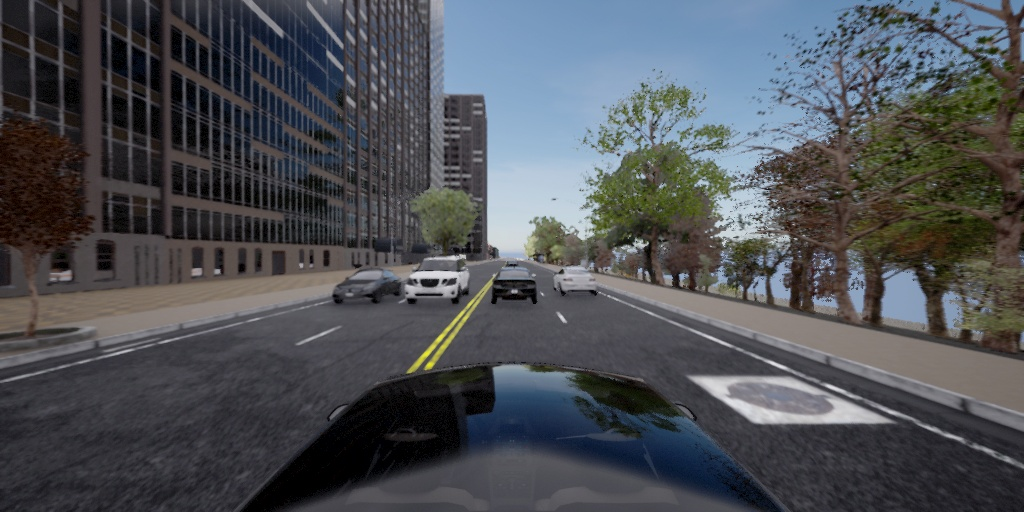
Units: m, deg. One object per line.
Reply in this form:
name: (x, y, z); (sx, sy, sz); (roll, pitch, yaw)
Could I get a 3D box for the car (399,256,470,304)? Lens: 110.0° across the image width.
car: (-3.255, 1.037, 16.814); (2.150, 2.045, 5.566); (0, 0, 0)

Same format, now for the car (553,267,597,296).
car: (3.347, 1.306, 19.589); (1.812, 1.442, 4.674); (0, 0, 0)

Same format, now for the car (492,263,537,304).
car: (0.097, 1.253, 16.676); (1.882, 1.535, 5.008); (0, 0, 0)

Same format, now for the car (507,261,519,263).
car: (0.090, 1.327, 43.335); (1.837, 1.490, 4.892); (0, 0, 0)

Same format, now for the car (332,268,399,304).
car: (-6.507, 1.306, 16.697); (1.812, 1.442, 4.674); (0, 0, 0)
